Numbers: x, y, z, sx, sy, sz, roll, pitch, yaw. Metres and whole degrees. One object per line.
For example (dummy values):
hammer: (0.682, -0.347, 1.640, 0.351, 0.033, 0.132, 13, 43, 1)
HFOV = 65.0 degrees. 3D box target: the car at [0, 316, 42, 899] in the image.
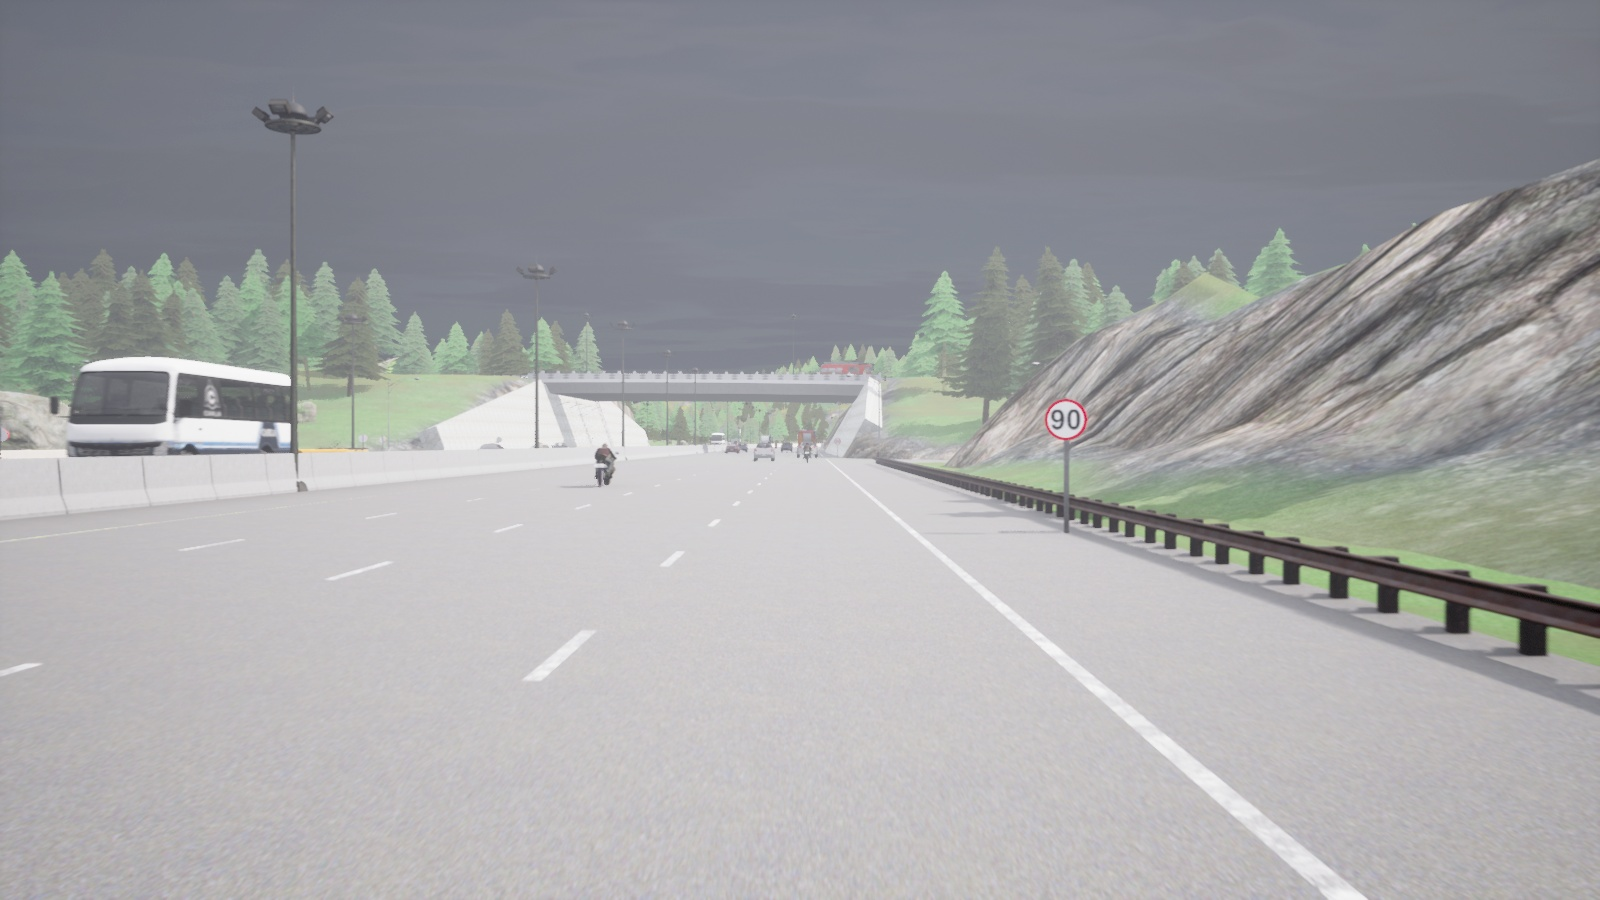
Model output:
car: (-3.472, 0.527, 2.221, 1.905, 1.878, 3.866, 0, 0, 0)

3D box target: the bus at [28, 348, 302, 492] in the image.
bus: (-20.744, -0.884, 42.105, 3.944, 4.253, 10.273, 0, 0, 0)

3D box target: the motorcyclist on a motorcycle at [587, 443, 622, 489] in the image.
motorcyclist on a motorcycle: (-6.737, 0.531, 43.453, 0.866, 1.530, 2.191, 0, 0, 0)

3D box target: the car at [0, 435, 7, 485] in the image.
car: (-27.876, 0.343, 40.167, 2.242, 1.667, 4.611, 0, 0, -3)
